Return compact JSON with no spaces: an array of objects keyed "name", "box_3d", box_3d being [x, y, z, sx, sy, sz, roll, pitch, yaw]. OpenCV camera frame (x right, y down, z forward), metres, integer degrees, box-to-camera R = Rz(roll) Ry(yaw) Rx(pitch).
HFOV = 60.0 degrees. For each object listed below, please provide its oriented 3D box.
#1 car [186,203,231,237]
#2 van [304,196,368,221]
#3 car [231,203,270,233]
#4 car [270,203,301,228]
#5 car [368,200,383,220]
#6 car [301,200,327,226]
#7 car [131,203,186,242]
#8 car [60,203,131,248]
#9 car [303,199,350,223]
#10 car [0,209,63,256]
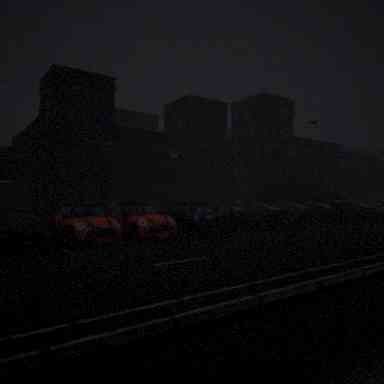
[{"name":"car","box_3d":[-0.348,1.358,18.286,2.185,1.767,4.553,0,0,-36]},{"name":"van","box_3d":[11.019,1.287,26.301,1.878,1.987,4.442,0,0,-36]},{"name":"car","box_3d":[1.881,1.489,19.908,2.231,1.521,4.892,0,0,-36]},{"name":"car","box_3d":[4.124,1.493,21.511,2.231,1.521,4.892,0,0,-36]},{"name":"car","box_3d":[13.094,1.561,27.925,2.002,1.452,4.674,0,0,-36]},{"name":"car","box_3d":[6.367,1.499,23.114,2.231,1.521,4.892,0,0,-36]},{"name":"car","box_3d":[-2.628,1.356,16.733,2.185,1.767,4.553,0,0,-36]},{"name":"car","box_3d":[-4.871,1.354,15.130,2.185,1.767,4.553,0,0,-36]},{"name":"car","box_3d":[8.610,1.505,24.716,2.231,1.521,4.892,0,0,-36]},{"name":"car","box_3d":[-7.099,1.480,13.506,2.097,1.535,5.008,0,0,-36]}]
